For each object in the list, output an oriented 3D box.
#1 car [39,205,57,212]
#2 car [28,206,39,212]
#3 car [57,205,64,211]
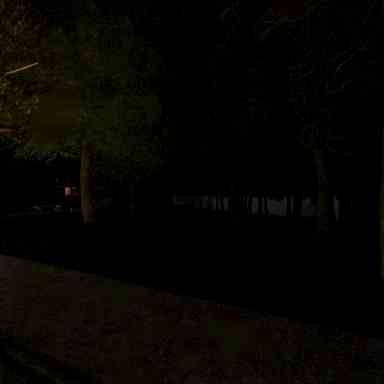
[{"bbox_3d":[-33.375,3.886,77.202,1.837,1.490,4.892,0,-2,-9],"label":"car"},{"bbox_3d":[-36.794,4.000,77.956,2.033,1.411,5.357,0,-2,-9],"label":"car"},{"bbox_3d":[-35.087,4.238,87.486,2.128,1.511,4.902,0,-2,-9],"label":"car"}]
